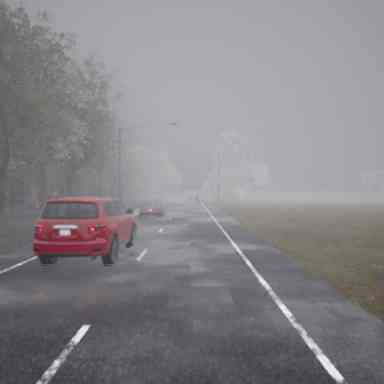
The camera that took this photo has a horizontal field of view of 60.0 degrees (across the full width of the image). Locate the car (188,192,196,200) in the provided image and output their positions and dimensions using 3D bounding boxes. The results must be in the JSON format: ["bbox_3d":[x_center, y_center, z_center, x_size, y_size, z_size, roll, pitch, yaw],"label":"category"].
[{"bbox_3d":[0.006,1.181,80.197,1.994,1.385,4.181,0,0,0],"label":"car"}]

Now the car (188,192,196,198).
[{"bbox_3d":[0.004,0.819,95.041,2.097,1.767,4.553,0,0,0],"label":"car"}]

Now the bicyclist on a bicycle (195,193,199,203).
[{"bbox_3d":[0.967,1.107,62.218,0.659,1.776,1.843,0,0,0],"label":"bicyclist on a bicycle"}]

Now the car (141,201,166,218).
[{"bbox_3d":[-3.398,1.439,29.176,1.994,1.385,4.181,0,0,0],"label":"car"}]

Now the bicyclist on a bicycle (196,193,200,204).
[{"bbox_3d":[0.964,1.208,53.557,0.866,1.612,1.509,0,1,0],"label":"bicyclist on a bicycle"}]

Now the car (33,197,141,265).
[{"bbox_3d":[-3.400,1.171,11.584,2.150,2.045,5.566,0,0,0],"label":"car"}]
